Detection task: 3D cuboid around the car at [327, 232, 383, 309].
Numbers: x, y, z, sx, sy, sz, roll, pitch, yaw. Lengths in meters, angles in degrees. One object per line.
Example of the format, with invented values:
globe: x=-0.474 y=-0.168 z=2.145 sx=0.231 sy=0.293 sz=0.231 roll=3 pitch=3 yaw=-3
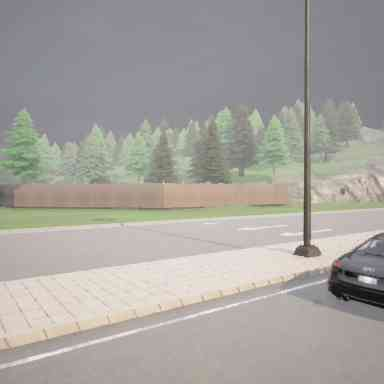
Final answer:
car: x=4.809 y=1.564 z=7.176 sx=4.181 sy=1.385 sz=1.994 roll=0 pitch=0 yaw=-35
